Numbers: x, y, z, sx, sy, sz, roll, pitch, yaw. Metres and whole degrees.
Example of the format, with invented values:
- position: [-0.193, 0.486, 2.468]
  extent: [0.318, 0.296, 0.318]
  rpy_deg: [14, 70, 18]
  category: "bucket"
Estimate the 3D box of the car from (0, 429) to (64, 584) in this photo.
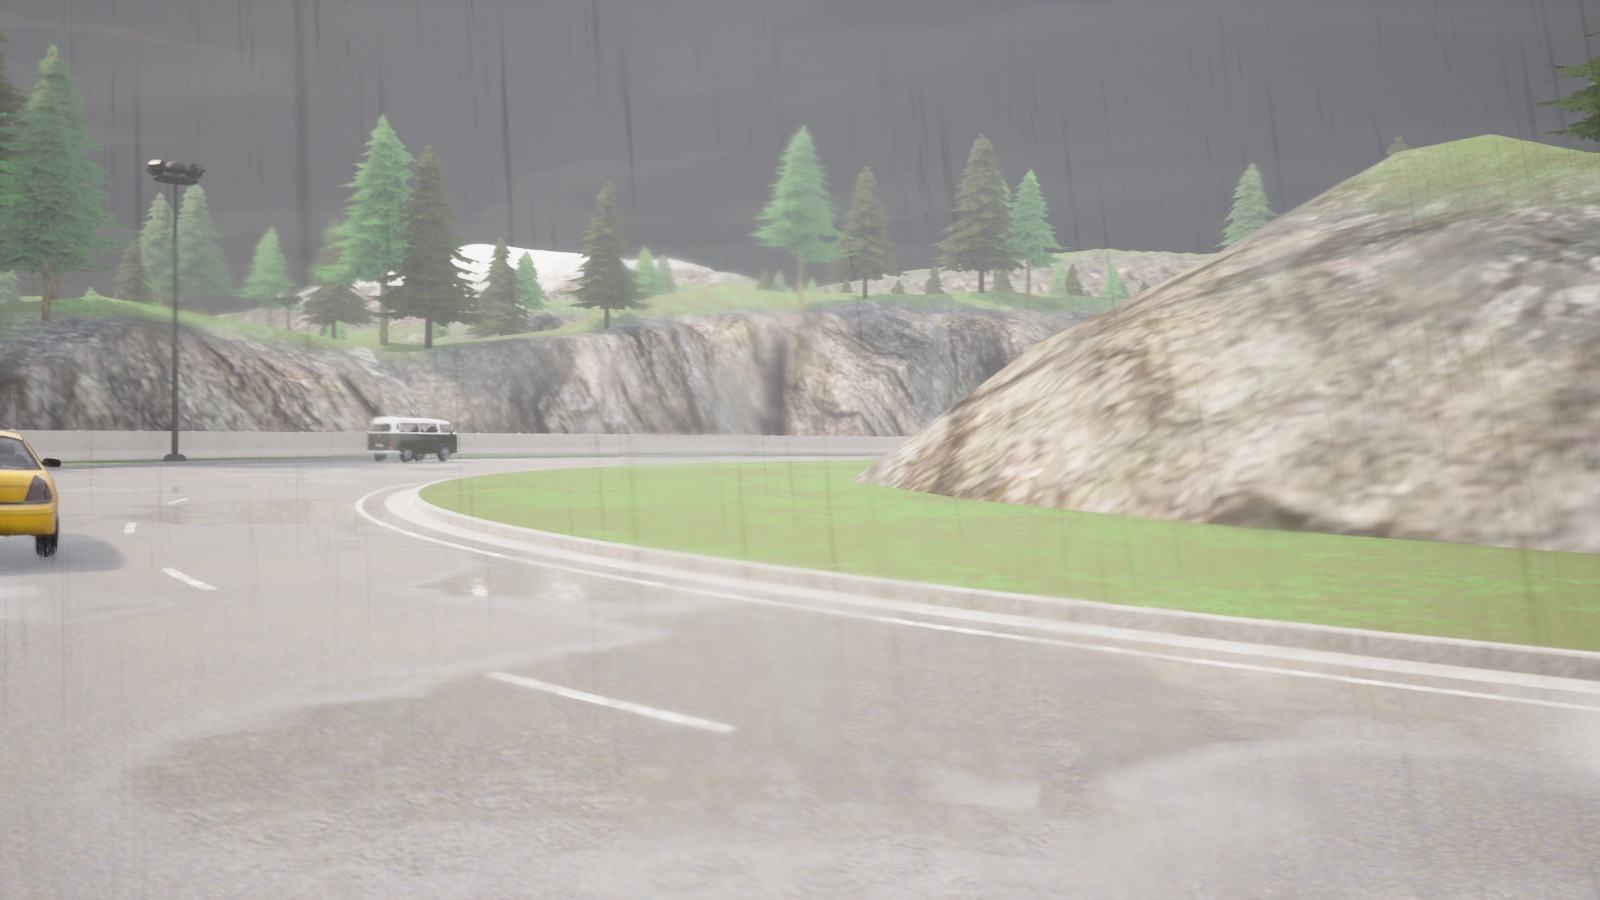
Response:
- position: [-9.846, 0.563, 14.865]
  extent: [1.801, 1.575, 5.366]
  rpy_deg: [-1, 1, -32]
  category: "car"

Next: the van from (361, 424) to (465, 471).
- position: [-17.832, -0.139, 58.046]
  extent: [2.069, 2.038, 4.480]
  rpy_deg: [-1, 1, 25]
  category: "van"
